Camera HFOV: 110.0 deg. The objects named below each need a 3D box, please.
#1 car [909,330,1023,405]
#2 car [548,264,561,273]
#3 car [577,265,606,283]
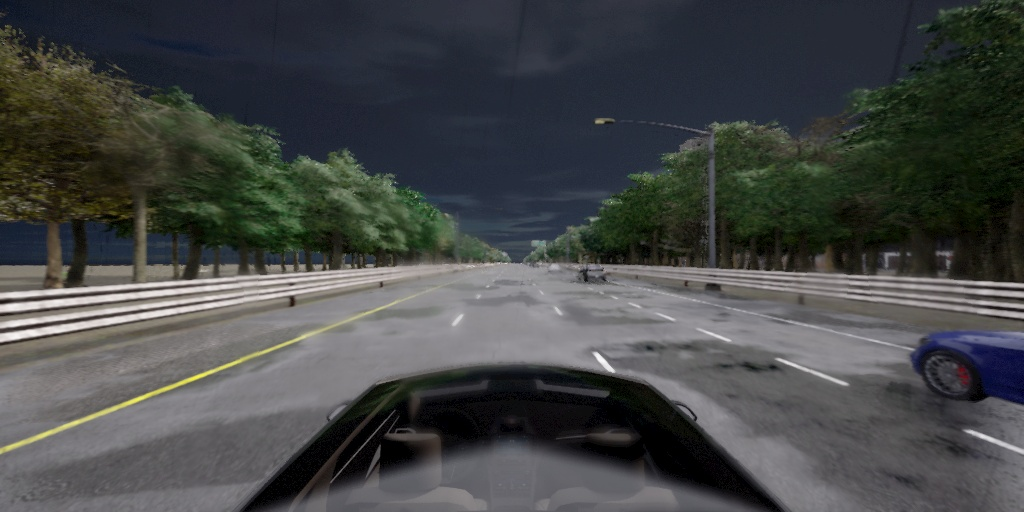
[{"bbox_3d":[6.998,1.291,3.480,1.812,1.442,4.674,0,0,0],"label":"car"},{"bbox_3d":[7.160,2.069,60.673,1.812,1.442,4.674,0,-1,0],"label":"car"},{"bbox_3d":[7.034,1.546,32.040,2.128,1.511,4.902,0,-1,0],"label":"car"}]
